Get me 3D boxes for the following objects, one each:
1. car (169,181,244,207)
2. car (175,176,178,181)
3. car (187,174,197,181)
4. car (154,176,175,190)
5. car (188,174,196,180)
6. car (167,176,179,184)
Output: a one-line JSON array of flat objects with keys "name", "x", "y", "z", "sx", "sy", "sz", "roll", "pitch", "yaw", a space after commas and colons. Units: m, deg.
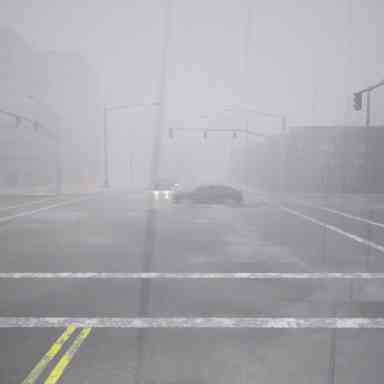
[{"name": "car", "x": 1.079, "y": 0.227, "z": 22.915, "sx": 4.892, "sy": 1.490, "sz": 1.837, "roll": 0, "pitch": 4, "yaw": 0}, {"name": "car", "x": -3.583, "y": -1.694, "z": 51.338, "sx": 1.837, "sy": 1.490, "sz": 4.892, "roll": 0, "pitch": 4, "yaw": 0}, {"name": "car", "x": 0.016, "y": -2.975, "z": 70.906, "sx": 1.994, "sy": 1.385, "sz": 4.181, "roll": 0, "pitch": 4, "yaw": 0}, {"name": "car", "x": -3.589, "y": -0.965, "z": 41.432, "sx": 1.994, "sy": 1.385, "sz": 4.181, "roll": 0, "pitch": 4, "yaw": 0}, {"name": "car", "x": 0.018, "y": -3.701, "z": 80.733, "sx": 2.033, "sy": 1.411, "sz": 5.357, "roll": 0, "pitch": 4, "yaw": 0}, {"name": "car", "x": -3.552, "y": -2.281, "z": 61.457, "sx": 1.895, "sy": 1.301, "sz": 4.718, "roll": 0, "pitch": 4, "yaw": 0}]
